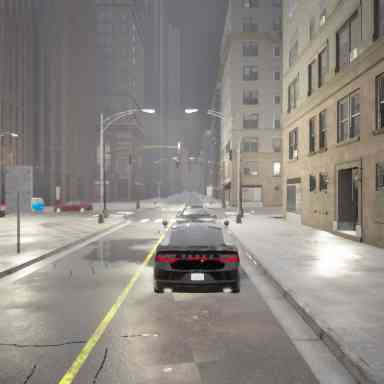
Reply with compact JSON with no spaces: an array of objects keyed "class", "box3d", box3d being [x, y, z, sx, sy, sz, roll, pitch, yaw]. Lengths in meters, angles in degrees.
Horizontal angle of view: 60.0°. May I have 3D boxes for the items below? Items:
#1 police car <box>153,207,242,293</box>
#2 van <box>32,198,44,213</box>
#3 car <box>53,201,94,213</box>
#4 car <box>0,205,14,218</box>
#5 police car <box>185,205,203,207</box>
[{"class":"police car","box3d":[0.111,1.427,8.977,1.930,1.638,5.238,0,0,0]},{"class":"van","box3d":[-19.568,1.591,39.185,3.998,1.788,1.690,-1,0,0]},{"class":"car","box3d":[-13.941,1.727,39.160,4.507,1.381,1.887,-1,0,0]},{"class":"car","box3d":[-19.599,1.524,30.659,5.009,1.841,2.192,-1,0,0]},{"class":"police car","box3d":[0.128,1.510,18.581,2.038,1.542,4.974,0,0,0]}]
